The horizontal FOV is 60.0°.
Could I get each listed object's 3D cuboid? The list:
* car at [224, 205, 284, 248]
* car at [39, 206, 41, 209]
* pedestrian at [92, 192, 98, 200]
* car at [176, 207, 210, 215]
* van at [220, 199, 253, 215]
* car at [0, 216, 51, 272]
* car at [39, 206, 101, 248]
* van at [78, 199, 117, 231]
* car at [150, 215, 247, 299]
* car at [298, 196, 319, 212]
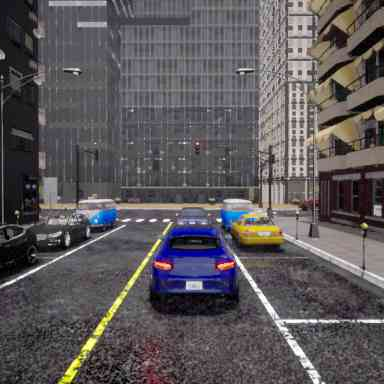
[{"bbox_3d":[2.669,1.522,14.576,1.752,1.417,4.829,-1,0,0],"label":"car"},{"bbox_3d":[-17.607,1.501,33.725,4.181,1.385,1.994,0,1,0],"label":"car"},{"bbox_3d":[-12.424,0.886,42.427,0.375,1.860,0.375,0,1,0],"label":"pedestrian"},{"bbox_3d":[0.047,1.544,18.551,2.033,1.411,5.357,0,0,1],"label":"car"},{"bbox_3d":[2.662,1.337,20.008,1.690,1.788,3.998,-1,0,0],"label":"van"},{"bbox_3d":[-5.707,1.564,8.826,1.947,1.339,4.313,-1,0,0],"label":"car"},{"bbox_3d":[-5.711,1.548,14.429,2.008,1.369,4.403,-1,0,0],"label":"car"},{"bbox_3d":[-5.718,1.337,20.030,1.690,1.788,3.998,-1,0,0],"label":"van"},{"bbox_3d":[0.060,1.524,8.308,1.812,1.442,4.674,0,0,1],"label":"car"},{"bbox_3d":[15.209,1.338,39.348,5.009,1.841,2.192,0,1,0],"label":"car"}]
